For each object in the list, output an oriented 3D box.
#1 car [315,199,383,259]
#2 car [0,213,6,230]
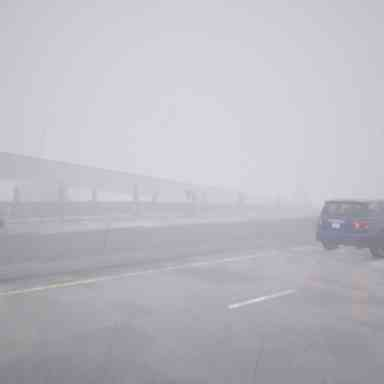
[{"bbox_3d":[7.222,1.289,13.195,5.566,2.045,2.150,1,0,-35],"label":"car"},{"bbox_3d":[-12.186,1.503,16.793,4.892,1.490,1.837,0,0,-35],"label":"car"}]
